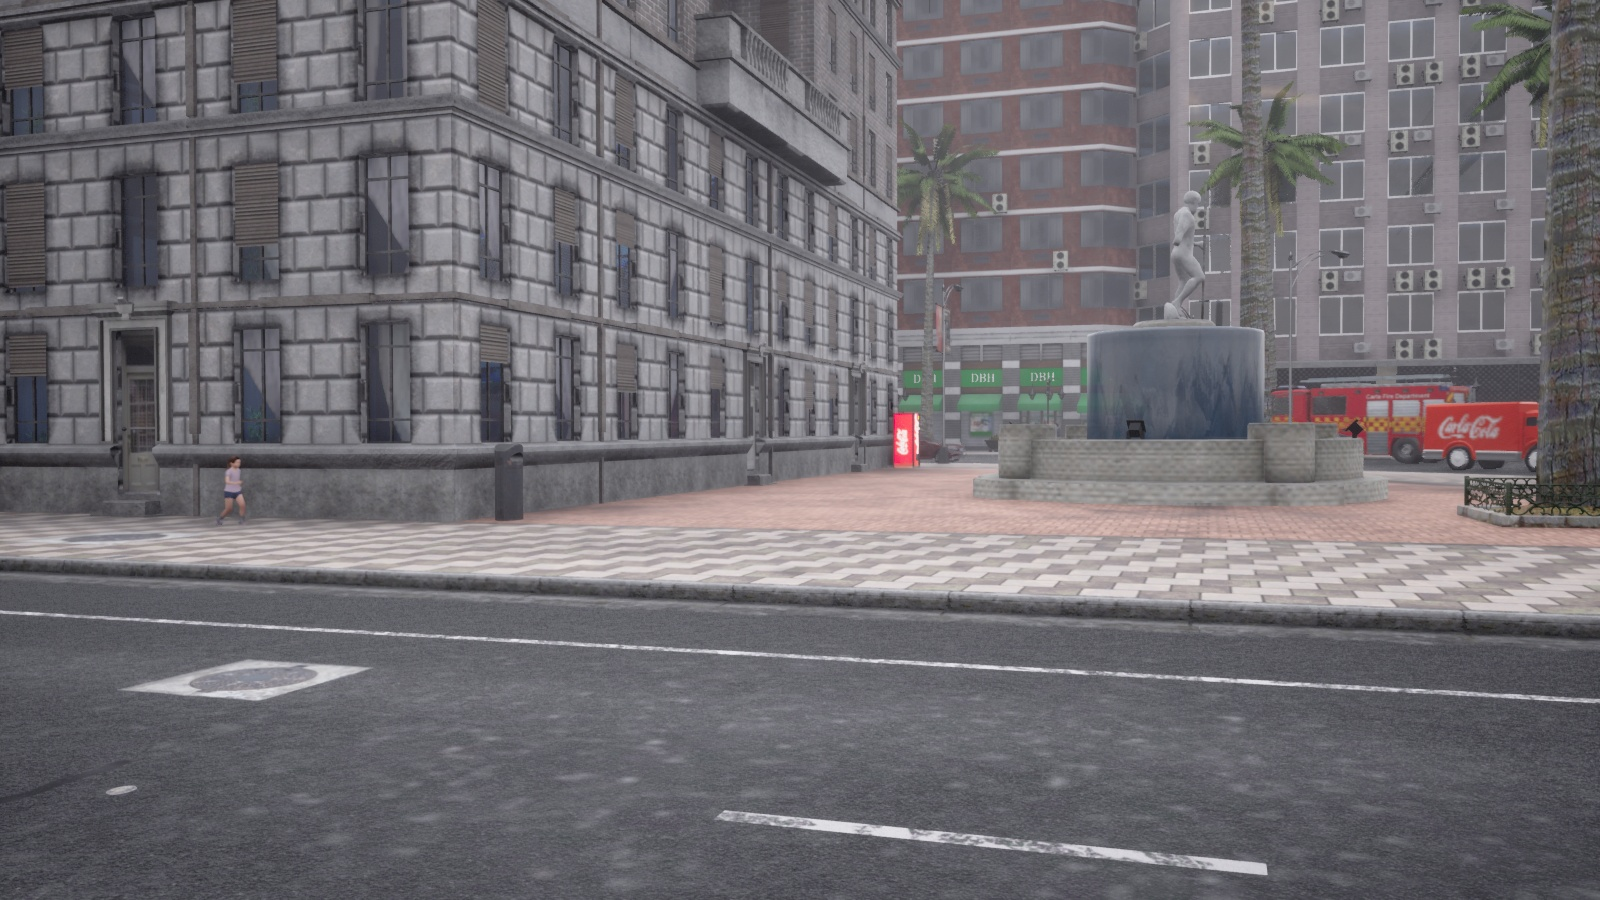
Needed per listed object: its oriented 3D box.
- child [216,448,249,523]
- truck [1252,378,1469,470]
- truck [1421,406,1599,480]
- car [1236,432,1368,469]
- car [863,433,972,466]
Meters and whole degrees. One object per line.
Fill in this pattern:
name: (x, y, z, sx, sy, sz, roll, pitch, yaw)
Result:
child: (-8.552, 0.528, 18.929, 0.394, 1.110, 0.255, 1, 1, 26)
truck: (25.138, -1.152, 56.729, 2.891, 3.827, 8.468, -1, 1, -41)
truck: (25.517, -0.284, 44.966, 2.627, 2.467, 5.204, 0, 1, -34)
car: (21.918, -0.015, 54.988, 2.128, 1.511, 4.902, -1, 1, -44)
car: (5.415, -0.057, 58.082, 4.674, 1.442, 1.812, 1, 1, 23)
